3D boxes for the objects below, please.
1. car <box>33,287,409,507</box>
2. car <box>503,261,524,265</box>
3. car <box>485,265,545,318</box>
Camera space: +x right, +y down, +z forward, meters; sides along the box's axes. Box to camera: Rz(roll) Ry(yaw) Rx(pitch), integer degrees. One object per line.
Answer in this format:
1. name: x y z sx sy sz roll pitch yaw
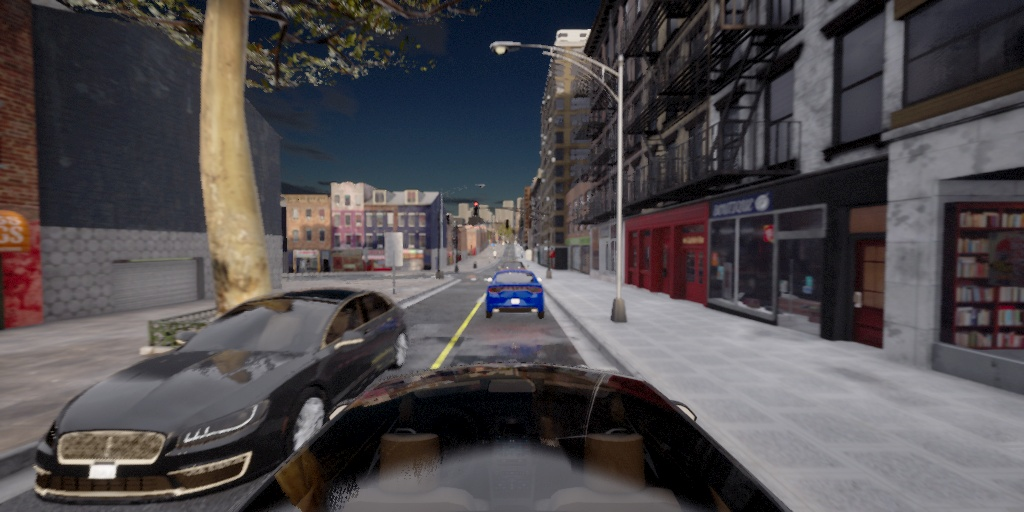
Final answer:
1. car: -2.847 1.253 4.926 1.837 1.490 4.892 0 0 0
2. car: 0.078 1.126 25.014 2.097 1.767 4.553 0 0 0
3. car: 0.099 1.233 13.066 1.882 1.535 5.008 0 -1 0
